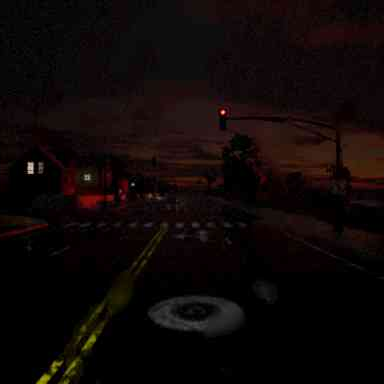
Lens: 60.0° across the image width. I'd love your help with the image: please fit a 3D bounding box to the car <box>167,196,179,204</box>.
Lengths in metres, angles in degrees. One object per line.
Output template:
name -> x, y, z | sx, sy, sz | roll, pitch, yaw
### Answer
car -> -3.254, 1.406, 56.976 | 1.895, 1.301, 4.718 | 0, 0, 0
